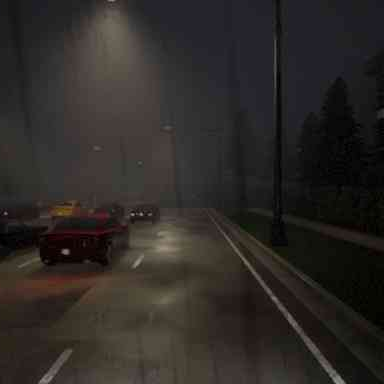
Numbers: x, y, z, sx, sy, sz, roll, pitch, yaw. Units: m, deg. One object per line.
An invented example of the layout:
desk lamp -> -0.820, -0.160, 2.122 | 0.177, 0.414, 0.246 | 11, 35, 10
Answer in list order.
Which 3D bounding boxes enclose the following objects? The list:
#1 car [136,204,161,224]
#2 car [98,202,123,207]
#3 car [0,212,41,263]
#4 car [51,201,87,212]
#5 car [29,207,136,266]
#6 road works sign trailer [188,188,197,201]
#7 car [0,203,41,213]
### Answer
car -> -3.479, 1.605, 25.402 | 2.033, 1.411, 5.357 | 0, 0, 0
car -> -6.949, 1.589, 28.286 | 1.812, 1.442, 4.674 | 0, 0, 1
car -> -6.965, 1.628, 11.979 | 1.895, 1.301, 4.718 | 0, 0, 1
car -> -10.446, 1.542, 28.773 | 1.882, 1.535, 5.008 | 0, 0, 1
car -> -3.468, 1.504, 11.665 | 1.882, 1.535, 5.008 | 0, 0, 1
road works sign trailer -> 0.007, 0.659, 87.740 | 2.380, 3.560, 2.880 | 0, 0, 0
car -> -14.284, 1.628, 27.656 | 1.994, 1.385, 4.181 | 0, 0, 1
